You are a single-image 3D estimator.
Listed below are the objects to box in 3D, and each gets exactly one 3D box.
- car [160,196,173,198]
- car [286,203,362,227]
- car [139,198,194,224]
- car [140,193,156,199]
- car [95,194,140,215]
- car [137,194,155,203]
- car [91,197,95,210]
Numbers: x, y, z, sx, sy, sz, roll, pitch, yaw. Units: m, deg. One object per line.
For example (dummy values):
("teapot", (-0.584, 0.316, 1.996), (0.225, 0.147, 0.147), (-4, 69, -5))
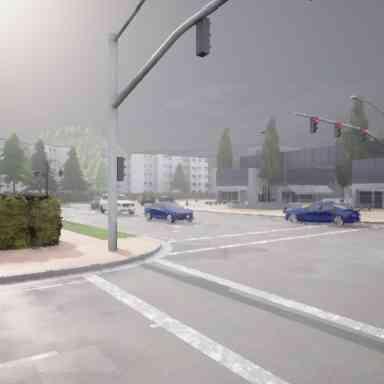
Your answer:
("car", (-5.250, 1.477, 69.690), (1.882, 1.535, 5.008), (0, 0, 20))
("car", (8.959, 1.478, 23.012), (5.008, 1.535, 1.882), (0, 1, 43))
("car", (-1.815, 1.478, 25.359), (1.882, 1.535, 5.008), (0, 0, -37))
("car", (-7.231, 1.222, 55.624), (2.150, 2.045, 5.566), (0, 0, -3))
("car", (-7.624, 1.221, 33.538), (2.150, 2.045, 5.566), (0, 0, -32))
("car", (-9.312, 1.352, 68.117), (2.097, 1.767, 4.553), (0, 0, 15))
("car", (-11.939, 1.352, 42.924), (2.097, 1.767, 4.553), (0, 0, -17))
